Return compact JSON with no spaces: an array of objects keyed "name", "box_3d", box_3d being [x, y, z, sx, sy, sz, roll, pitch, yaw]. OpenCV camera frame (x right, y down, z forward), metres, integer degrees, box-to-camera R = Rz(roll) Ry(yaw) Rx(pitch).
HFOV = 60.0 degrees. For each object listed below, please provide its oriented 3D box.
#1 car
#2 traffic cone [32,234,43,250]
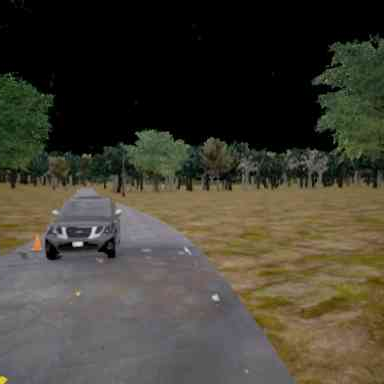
[{"name":"car","box_3d":[-3.885,1.200,12.742,2.150,2.045,5.566,0,0,-10]},{"name":"traffic cone","box_3d":[-6.002,1.937,12.889,0.340,0.580,0.340,0,0,-10]}]
